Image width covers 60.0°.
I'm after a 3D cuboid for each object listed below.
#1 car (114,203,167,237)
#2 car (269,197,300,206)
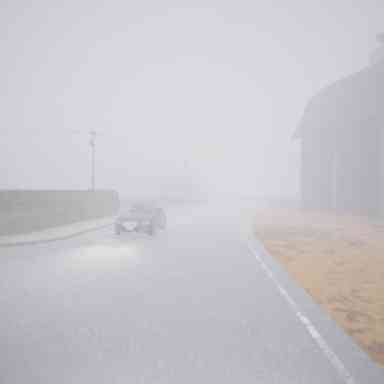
[{"bbox_3d":[-2.528,1.357,17.407,2.128,1.511,4.902,0,0,7],"label":"car"},{"bbox_3d":[14.409,1.397,50.864,4.718,1.301,1.895,1,0,-11],"label":"car"}]
